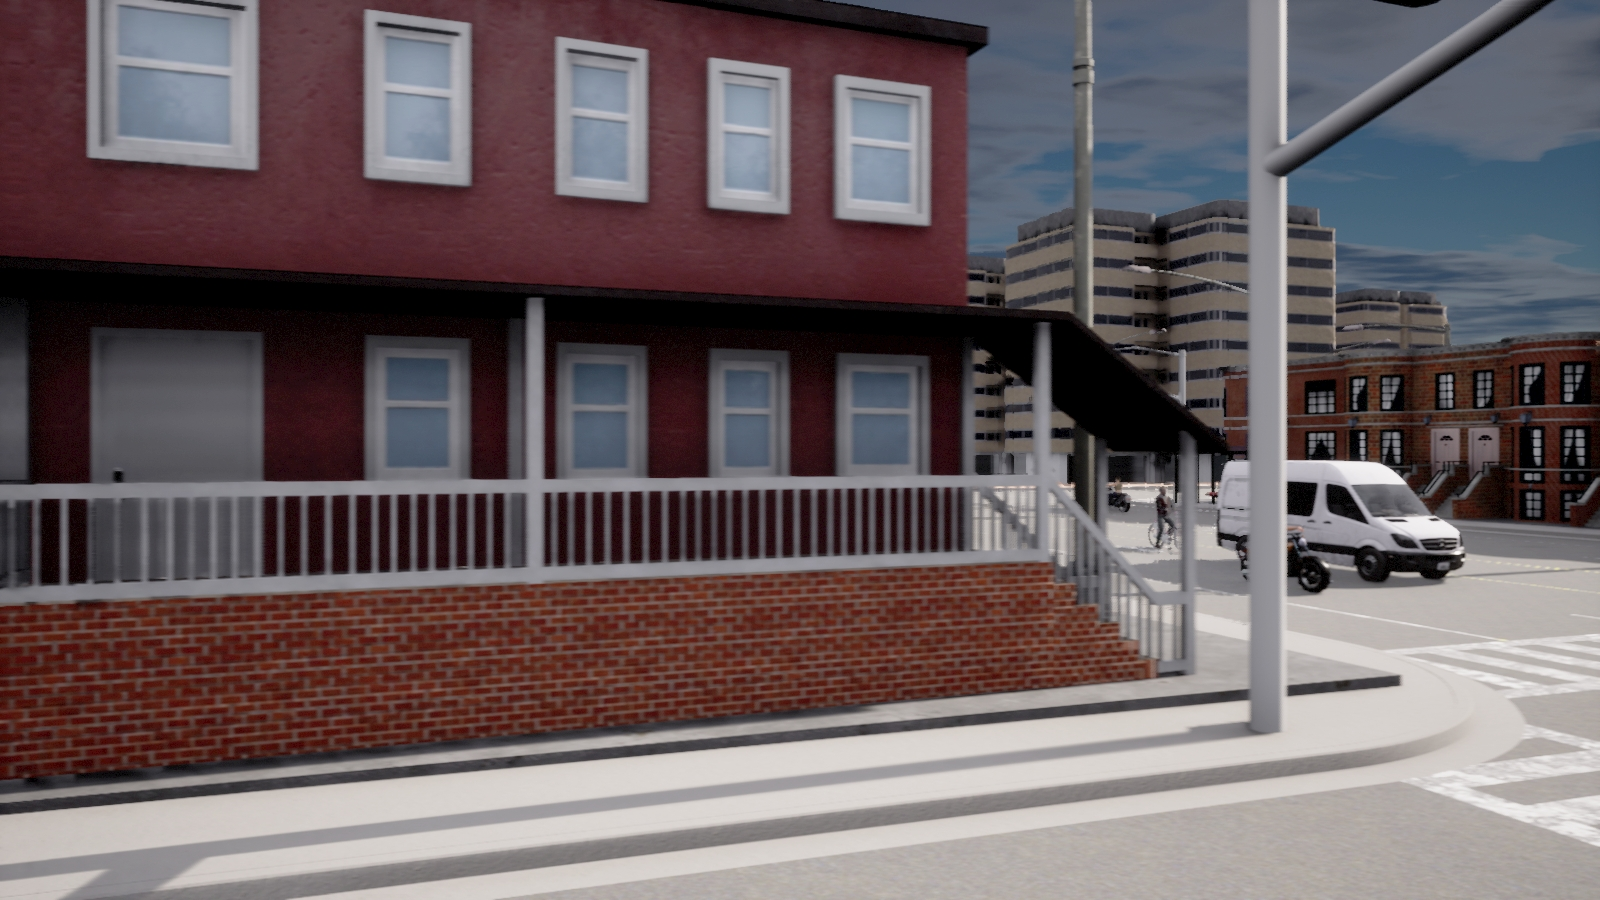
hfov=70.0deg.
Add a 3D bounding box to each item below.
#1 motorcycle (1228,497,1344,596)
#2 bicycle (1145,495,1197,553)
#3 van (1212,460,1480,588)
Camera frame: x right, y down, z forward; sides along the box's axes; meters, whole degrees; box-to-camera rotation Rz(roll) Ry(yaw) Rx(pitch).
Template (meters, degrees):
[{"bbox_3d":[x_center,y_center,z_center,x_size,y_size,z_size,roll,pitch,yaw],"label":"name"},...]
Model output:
[{"bbox_3d":[9.836,1.909,23.250,0.764,1.802,2.356,0,0,-20],"label":"motorcycle"},{"bbox_3d":[10.375,2.048,32.016,0.329,1.496,1.835,-1,0,-20],"label":"bicycle"},{"bbox_3d":[12.379,1.537,26.506,1.988,2.561,5.915,0,0,-20],"label":"van"}]
